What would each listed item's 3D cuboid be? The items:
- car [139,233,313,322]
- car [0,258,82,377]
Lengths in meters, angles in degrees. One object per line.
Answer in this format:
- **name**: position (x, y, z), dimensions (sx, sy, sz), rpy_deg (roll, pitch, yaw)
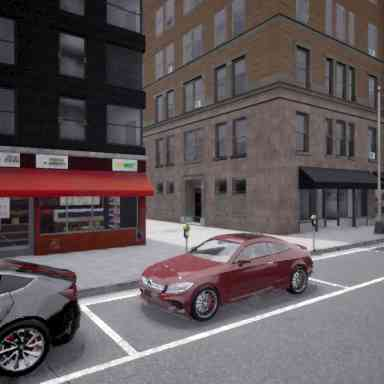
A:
- **car**: position (0.915, 1.582, 7.183), dimensions (4.206, 1.307, 1.802), rpy_deg (0, 0, -35)
- **car**: position (-3.566, 1.566, 3.991), dimensions (4.313, 1.339, 1.947), rpy_deg (0, 0, -35)
